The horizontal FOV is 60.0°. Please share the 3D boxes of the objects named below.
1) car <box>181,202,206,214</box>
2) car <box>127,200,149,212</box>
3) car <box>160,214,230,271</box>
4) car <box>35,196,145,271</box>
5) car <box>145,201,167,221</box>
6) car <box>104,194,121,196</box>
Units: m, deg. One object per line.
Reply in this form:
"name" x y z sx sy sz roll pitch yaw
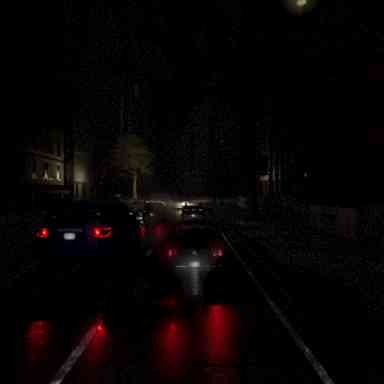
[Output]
"car" 0.098 1.577 27.556 2.128 1.511 4.902 0 0 0
"car" -6.564 1.712 40.957 1.895 1.301 4.718 0 0 0
"car" 0.088 1.642 11.035 1.895 1.301 4.718 0 0 0
"car" -3.154 1.259 11.191 2.150 2.045 5.566 0 -1 0
"car" -3.148 1.614 28.459 1.812 1.442 4.674 0 0 0
"car" -9.818 1.330 40.417 2.150 2.045 5.566 0 0 0
